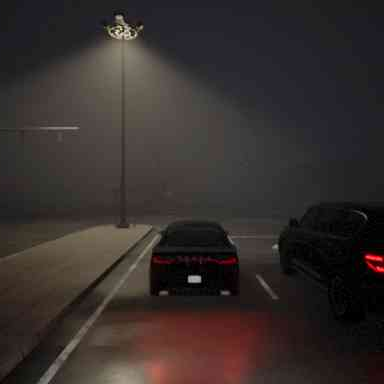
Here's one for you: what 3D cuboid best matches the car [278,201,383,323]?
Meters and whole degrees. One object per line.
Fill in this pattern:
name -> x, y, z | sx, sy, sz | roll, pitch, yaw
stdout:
car -> 3.566, 1.207, 7.286 | 2.150, 2.045, 5.566 | 0, 0, 0

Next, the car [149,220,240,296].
car -> 0.063, 1.461, 8.633 | 1.882, 1.535, 5.008 | 0, 0, 0
